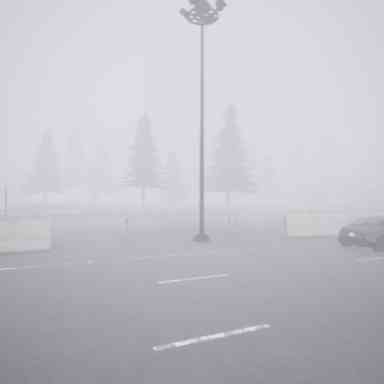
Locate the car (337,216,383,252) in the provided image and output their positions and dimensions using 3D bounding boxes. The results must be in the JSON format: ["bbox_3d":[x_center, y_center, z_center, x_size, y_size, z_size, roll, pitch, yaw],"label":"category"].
[{"bbox_3d":[8.552,1.759,14.717,4.181,1.385,1.994,0,-1,-22],"label":"car"}]
